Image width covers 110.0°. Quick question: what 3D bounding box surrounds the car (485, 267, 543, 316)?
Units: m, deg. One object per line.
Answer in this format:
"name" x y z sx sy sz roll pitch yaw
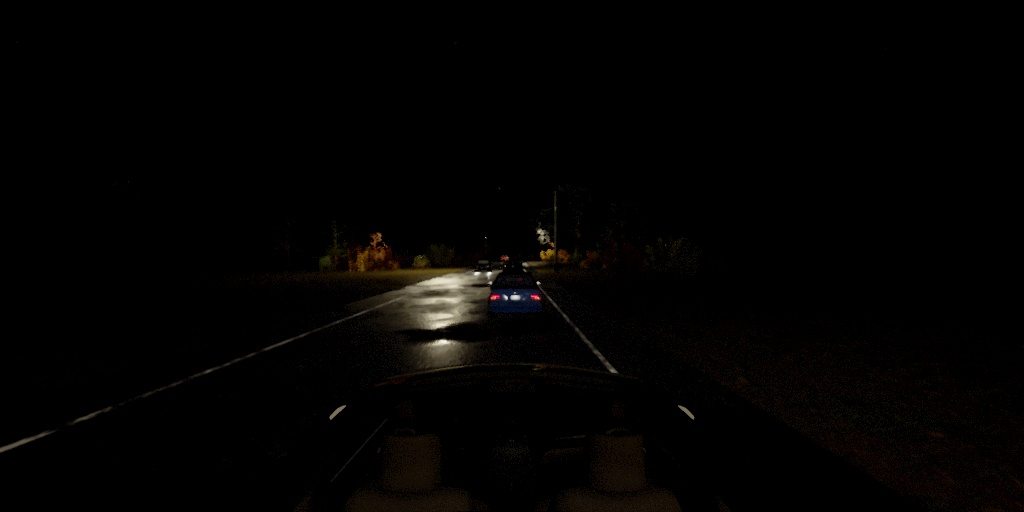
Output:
"car" 0.096 1.288 13.231 2.033 1.411 5.357 0 0 0

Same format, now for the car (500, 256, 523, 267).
"car" 0.091 1.072 37.720 2.097 1.767 4.553 0 0 0

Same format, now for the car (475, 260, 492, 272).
"car" -3.596 1.192 45.714 1.882 1.535 5.008 0 0 0
